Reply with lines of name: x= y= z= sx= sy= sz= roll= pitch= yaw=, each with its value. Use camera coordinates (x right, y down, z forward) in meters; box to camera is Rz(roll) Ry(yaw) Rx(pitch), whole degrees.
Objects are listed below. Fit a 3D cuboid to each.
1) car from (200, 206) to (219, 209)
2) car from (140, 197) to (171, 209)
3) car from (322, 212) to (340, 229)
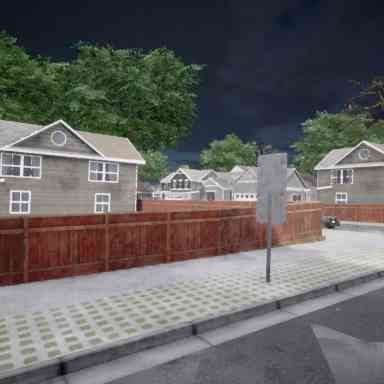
car: x=1.881 y=1.886 z=30.855 sx=1.895 sy=1.301 sz=4.718 roll=2 pitch=-2 yaw=-36
car: x=-4.428 y=1.618 z=39.405 sx=2.150 sy=2.045 sz=5.566 roll=3 pitch=-2 yaw=-37
car: x=7.751 y=1.726 z=22.568 sx=1.994 sy=1.385 sz=4.181 roll=3 pitch=-2 yaw=-36
